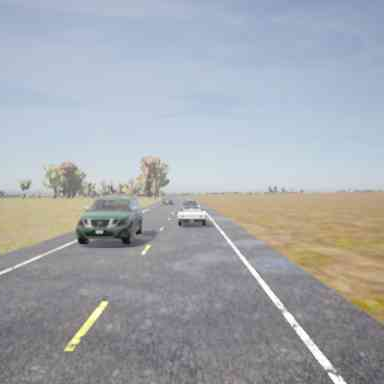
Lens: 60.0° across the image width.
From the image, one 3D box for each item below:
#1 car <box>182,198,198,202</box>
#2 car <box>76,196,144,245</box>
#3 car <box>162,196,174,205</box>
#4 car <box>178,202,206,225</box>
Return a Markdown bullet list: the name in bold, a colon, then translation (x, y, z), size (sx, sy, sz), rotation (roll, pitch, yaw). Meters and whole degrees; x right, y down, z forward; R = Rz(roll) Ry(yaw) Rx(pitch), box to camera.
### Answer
- **car**: translation (-0.245, 1.493, 41.967), size (2.128, 1.511, 4.902), rotation (0, 0, -1)
- **car**: translation (-3.657, 1.217, 15.817), size (2.150, 2.045, 5.566), rotation (0, 0, 0)
- **car**: translation (-4.173, 1.506, 57.614), size (2.128, 1.511, 4.902), rotation (0, 0, -1)
- **car**: translation (-0.019, 1.597, 23.798), size (1.895, 1.301, 4.718), rotation (0, 0, -1)
